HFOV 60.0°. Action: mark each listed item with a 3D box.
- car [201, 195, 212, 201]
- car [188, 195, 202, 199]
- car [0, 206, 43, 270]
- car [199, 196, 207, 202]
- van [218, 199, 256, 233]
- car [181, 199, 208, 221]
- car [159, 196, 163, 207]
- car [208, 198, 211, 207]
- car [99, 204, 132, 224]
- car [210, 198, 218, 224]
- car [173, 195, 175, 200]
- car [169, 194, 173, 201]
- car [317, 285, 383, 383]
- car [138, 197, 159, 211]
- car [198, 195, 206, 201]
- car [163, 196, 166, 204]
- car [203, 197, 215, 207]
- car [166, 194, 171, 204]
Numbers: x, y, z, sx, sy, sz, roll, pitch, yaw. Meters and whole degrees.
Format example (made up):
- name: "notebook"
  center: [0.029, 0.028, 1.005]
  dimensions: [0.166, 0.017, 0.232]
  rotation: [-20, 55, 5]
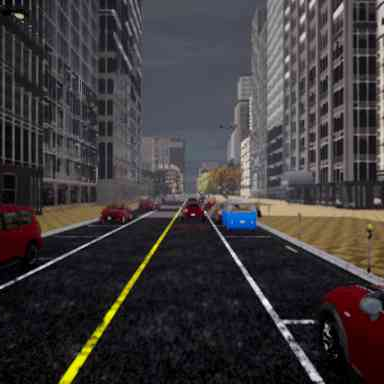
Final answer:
- name: "car"
  center: [2.679, 1.486, 47.344]
  dimensions: [1.967, 1.590, 4.097]
  rotation: [0, 0, 0]
- name: "car"
  center: [0.085, 1.548, 45.489]
  dimensions: [1.837, 1.490, 4.892]
  rotation: [0, 0, 0]
- name: "car"
  center: [-5.687, 1.325, 8.565]
  dimensions: [2.192, 1.841, 5.009]
  rotation: [0, 0, 0]
- name: "car"
  center: [2.668, 1.622, 80.579]
  dimensions: [1.887, 1.381, 4.507]
  rotation: [0, 0, 0]
- name: "van"
  center: [2.689, 1.360, 19.647]
  dimensions: [1.690, 1.788, 3.998]
  rotation: [0, 0, 0]
- name: "car"
  center: [0.093, 1.553, 27.339]
  dimensions: [1.812, 1.442, 4.674]
  rotation: [0, 0, 0]
- name: "car"
  center: [-5.701, 1.488, 47.340]
  dimensions: [1.967, 1.590, 4.097]
  rotation: [0, 0, 0]
- name: "car"
  center: [2.684, 1.555, 30.895]
  dimensions: [1.752, 1.417, 4.829]
  rotation: [0, 0, 0]
- name: "car"
  center: [-5.694, 1.571, 25.183]
  dimensions: [1.887, 1.381, 4.507]
  rotation: [0, 0, 0]
- name: "car"
  center: [2.687, 1.465, 25.187]
  dimensions: [1.967, 1.590, 4.097]
  rotation: [0, 0, 0]
- name: "car"
  center: [-5.712, 1.604, 80.405]
  dimensions: [1.752, 1.417, 4.829]
  rotation: [0, 0, 0]
- name: "car"
  center: [-5.708, 1.509, 69.498]
  dimensions: [1.967, 1.590, 4.097]
  rotation: [0, 0, 0]
- name: "car"
  center: [2.694, 1.443, 3.029]
  dimensions: [1.967, 1.590, 4.097]
  rotation: [0, 0, 0]
- name: "car"
  center: [-5.700, 1.587, 41.801]
  dimensions: [1.887, 1.381, 4.507]
  rotation: [0, 0, 0]
- name: "car"
  center: [2.667, 1.522, 86.118]
  dimensions: [1.967, 1.590, 4.097]
  rotation: [0, 0, 0]
- name: "car"
  center: [-5.703, 1.604, 52.879]
  dimensions: [2.008, 1.369, 4.403]
  rotation: [0, 0, 0]
- name: "car"
  center: [2.677, 1.577, 53.052]
  dimensions: [1.752, 1.417, 4.829]
  rotation: [0, 0, 0]
- name: "car"
  center: [-5.707, 1.608, 63.958]
  dimensions: [1.887, 1.381, 4.507]
  rotation: [0, 0, 0]
